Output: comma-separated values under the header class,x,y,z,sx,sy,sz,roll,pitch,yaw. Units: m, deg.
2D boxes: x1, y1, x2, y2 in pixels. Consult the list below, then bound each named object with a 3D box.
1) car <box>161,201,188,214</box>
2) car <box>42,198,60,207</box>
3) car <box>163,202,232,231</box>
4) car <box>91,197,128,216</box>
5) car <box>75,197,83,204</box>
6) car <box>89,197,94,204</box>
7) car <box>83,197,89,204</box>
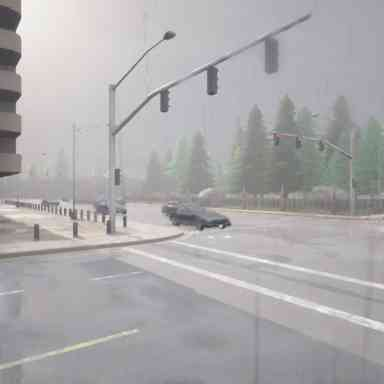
class,x,y,z,sx,sy,sz,roll,pitch,yaw
car,-0.904,1.546,29.689,2.128,1.511,4.902,0,0,-36
car,-22.831,1.603,53.678,2.033,1.411,5.357,0,0,-36
car,0.342,1.599,21.455,2.033,1.411,5.357,0,0,-30
car,-8.265,1.581,33.806,1.812,1.442,4.674,0,0,-37
car,-20.642,1.265,56.628,1.895,1.301,4.718,0,0,-36
car,-11.544,1.656,44.129,1.895,1.301,4.718,0,0,-36
car,-20.812,1.656,62.924,1.895,1.301,4.718,0,0,-36
